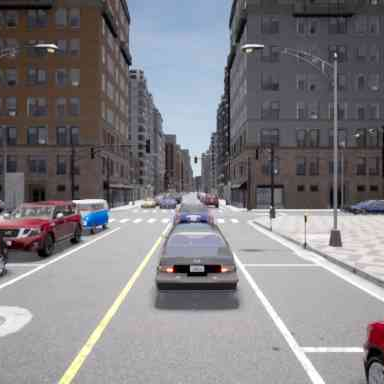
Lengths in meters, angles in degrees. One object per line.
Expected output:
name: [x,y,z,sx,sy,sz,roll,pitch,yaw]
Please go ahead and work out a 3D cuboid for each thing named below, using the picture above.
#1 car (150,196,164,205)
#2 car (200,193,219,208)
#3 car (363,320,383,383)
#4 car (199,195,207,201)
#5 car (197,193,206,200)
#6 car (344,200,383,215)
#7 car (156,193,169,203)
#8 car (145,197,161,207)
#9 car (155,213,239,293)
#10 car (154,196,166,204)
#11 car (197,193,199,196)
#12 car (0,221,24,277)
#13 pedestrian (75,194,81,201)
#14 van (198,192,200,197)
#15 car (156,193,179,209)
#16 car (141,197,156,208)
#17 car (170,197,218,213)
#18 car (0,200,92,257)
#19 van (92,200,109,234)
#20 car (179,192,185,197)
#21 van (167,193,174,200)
car: [-5.927,1.419,56.855,1.752,1.417,4.829,0,0,0]
car: [2.613,1.241,45.698,2.192,1.841,5.009,0,0,0]
car: [2.666,1.544,1.764,1.887,1.381,4.507,0,0,0]
car: [2.570,1.404,79.639,1.802,1.307,4.206,0,0,0]
car: [2.556,1.100,90.951,2.192,1.841,5.009,0,0,0]
car: [18.140,1.499,33.192,5.357,1.411,2.033,0,0,1]
car: [-5.941,1.173,68.335,2.192,1.841,5.009,0,0,0]
car: [-5.920,1.475,51.371,1.947,1.339,4.313,0,0,0]
car: [0.091,1.545,8.995,2.033,1.411,5.357,0,0,0]
car: [-5.934,1.402,62.510,1.752,1.417,4.829,0,0,0]
car: [2.577,1.366,74.152,1.752,1.417,4.829,0,0,0]
car: [-5.867,1.564,7.418,1.947,1.339,4.313,0,0,0]
pedestrian: [-12.597,1.086,36.657,0.375,1.860,0.375,0,0,1]
van: [2.592,1.217,62.668,1.690,1.788,3.998,0,0,0]
car: [-3.151,1.282,44.296,2.097,1.767,4.553,0,0,0]
car: [-5.913,1.451,45.545,1.752,1.417,4.829,0,0,0]
car: [0.071,1.345,18.468,2.097,1.767,4.553,0,0,0]
car: [-5.874,1.311,13.058,2.192,1.841,5.009,0,0,0]
van: [-5.881,1.334,18.699,1.690,1.788,3.998,0,0,0]
car: [-3.094,1.112,58.543,2.150,2.045,5.566,0,0,5]
van: [-5.969,1.125,90.954,1.690,1.788,3.998,0,0,0]
